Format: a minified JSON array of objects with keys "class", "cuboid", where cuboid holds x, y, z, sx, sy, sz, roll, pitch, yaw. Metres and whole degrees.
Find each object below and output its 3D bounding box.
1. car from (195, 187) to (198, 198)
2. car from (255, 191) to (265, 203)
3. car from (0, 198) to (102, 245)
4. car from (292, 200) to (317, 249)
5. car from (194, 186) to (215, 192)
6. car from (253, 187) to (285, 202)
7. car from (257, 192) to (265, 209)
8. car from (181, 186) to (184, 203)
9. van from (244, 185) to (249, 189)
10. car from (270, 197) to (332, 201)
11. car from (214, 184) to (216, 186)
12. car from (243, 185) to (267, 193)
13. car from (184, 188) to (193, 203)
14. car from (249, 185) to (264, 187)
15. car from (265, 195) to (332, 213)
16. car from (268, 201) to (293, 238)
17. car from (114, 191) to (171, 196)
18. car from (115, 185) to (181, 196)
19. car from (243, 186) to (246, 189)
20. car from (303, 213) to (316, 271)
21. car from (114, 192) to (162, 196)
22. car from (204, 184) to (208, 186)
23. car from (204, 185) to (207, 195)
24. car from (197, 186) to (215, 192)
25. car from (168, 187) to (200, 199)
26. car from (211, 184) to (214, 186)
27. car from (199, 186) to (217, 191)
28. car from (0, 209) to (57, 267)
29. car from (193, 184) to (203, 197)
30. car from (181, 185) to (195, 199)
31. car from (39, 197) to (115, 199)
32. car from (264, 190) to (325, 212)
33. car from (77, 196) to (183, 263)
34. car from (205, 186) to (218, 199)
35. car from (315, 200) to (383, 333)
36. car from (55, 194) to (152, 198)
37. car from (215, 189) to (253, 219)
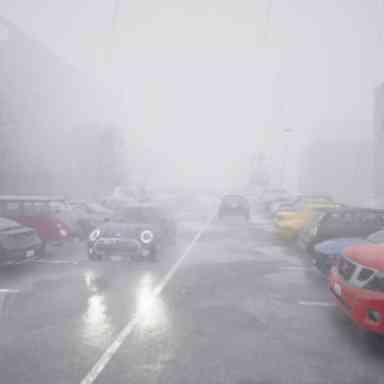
[{"class":"car","cuboid":[-2.007,0.409,45.241,4.792,1.488,2.163,1,2,7]},{"class":"car","cuboid":[8.623,0.907,31.350,4.674,1.452,2.002,1,2,7]},{"class":"car","cuboid":[-6.002,1.233,14.785,4.892,1.521,2.231,1,2,7]},{"class":"car","cuboid":[5.890,1.310,10.838,4.553,1.767,2.185,1,2,7]},{"class":"car","cuboid":[3.319,-0.786,86.788,5.366,1.575,1.946,1,2,7]},{"class":"car","cuboid":[8.980,0.659,34.261,4.553,1.767,2.185,1,2,7]},{"class":"car","cuboid":[8.222,0.992,28.315,4.674,1.452,2.002,1,2,8]},{"class":"car","cuboid":[-3.485,0.567,34.038,4.553,1.767,2.185,1,2,7]},{"class":"van","cuboid":[14.785,-0.638,77.104,4.442,1.987,1.878,1,2,7]},{"class":"car","cuboid":[6.872,1.277,16.642,5.366,1.575,1.946,1,2,8]},{"class":"car","cuboid":[2.589,-0.632,81.251,5.366,1.575,1.946,1,2,8]},{"class":"car","cuboid":[15.063,-0.742,79.881,5.566,2.045,2.435,1,2,7]},{"class":"car","cuboid":[-2.678,0.565,39.693,4.792,1.488,2.163,1,2,8]},{"class":"car","cuboid":[9.408,0.457,37.038,5.566,2.045,2.435,1,2,7]},{"class":"car","cuboid":[7.095,1.194,19.701,4.892,1.521,2.231,1,2,7]},{"class":"car","cuboid":[6.120,1.354,13.777,5.366,1.575,1.946,1,2,7]},{"class":"car","cuboid":[-4.529,0.922,25.854,5.008,1.535,2.097,1,2,8]},{"class":"car","cuboid":[-4.139,0.594,28.613,5.566,2.045,2.435,1,2,8]},{"class":"car","cuboid":[5.280,0.433,40.993,2.097,1.767,4.553,1,2,8]},{"class":"car","cuboid":[5.554,1.492,8.031,5.008,1.535,2.097,1,1,7]},{"class":"car","cuboid":[-4.907,1.001,23.088,4.892,1.521,2.231,1,2,8]},{"class":"car","cuboid":[0.186,-0.210,61.846,4.553,1.767,2.185,1,2,8]},{"class":"car","cuboid":[-0.148,0.033,59.079,4.674,1.452,2.002,1,2,7]},{"class":"car","cuboid":[3.839,-0.830,89.537,4.792,1.488,2.163,1,2,7]},{"class":"car","cuboid":[-1.215,0.100,50.765,4.553,1.767,2.185,1,2,7]},{"class":"car","cuboid":[1.683,-0.393,72.921,4.892,1.521,2.231,1,2,7]},{"class":"car","cuboid":[4.628,-0.984,95.067,4.792,1.488,2.163,1,2,7]},{"class":"car","cuboid":[-6.722,1.355,9.230,4.892,1.521,2.231,1,1,7]},{"class":"car","cuboid":[-1.637,0.051,47.999,5.566,2.045,2.435,1,2,8]},{"class":"car","cuboid":[-2.373,0.332,42.468,4.553,1.767,2.185,1,2,7]},{"class":"car","cuboid":[-5.633,1.194,17.550,4.674,1.452,2.002,1,2,8]},{"class":"car","cuboid":[7.489,0.989,22.482,4.553,1.767,2.185,1,2,7]},{"class":"car","cuboid":[-1.834,1.223,11.534,2.097,1.767,4.553,1,1,8]},{"class":"car","cuboid":[3.585,0.240,52.431,1.837,1.490,4.892,1,2,8]},{"class":"car","cuboid":[5.139,1.274,5.112,5.566,2.045,2.435,1,1,7]},{"class":"car","cuboid":[-5.276,1.082,20.194,4.892,1.521,2.231,1,2,7]},{"class":"car","cuboid":[3.070,0.902,24.219,2.097,1.767,4.553,1,2,7]}]
